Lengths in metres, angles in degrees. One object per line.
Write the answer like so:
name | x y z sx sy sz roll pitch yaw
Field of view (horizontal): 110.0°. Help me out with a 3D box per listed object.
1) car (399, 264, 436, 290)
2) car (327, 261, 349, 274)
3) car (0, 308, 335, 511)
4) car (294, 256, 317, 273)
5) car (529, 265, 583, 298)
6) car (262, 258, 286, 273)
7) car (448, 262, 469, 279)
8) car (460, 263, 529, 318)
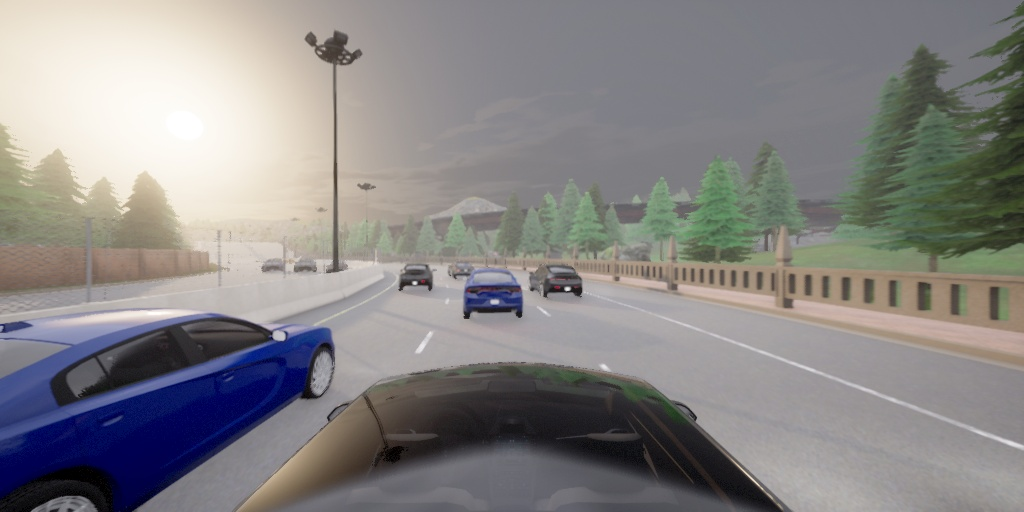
car | -5.724 1.190 21.707 1.837 1.490 4.892 0 0 -12
car | -17.721 1.211 36.689 2.033 1.411 5.357 0 0 -22
car | -3.564 1.233 3.402 1.882 1.535 5.008 0 0 -1
car | -23.565 1.016 41.096 2.097 1.767 4.553 0 0 -26
car | 2.056 1.178 18.035 1.837 1.490 4.892 0 0 -9
car | -28.460 1.026 42.972 2.097 1.767 4.553 0 0 -29
car | -4.416 1.188 31.061 2.033 1.411 5.357 0 0 -17
car | -0.765 1.182 12.952 1.882 1.535 5.008 0 0 -6
